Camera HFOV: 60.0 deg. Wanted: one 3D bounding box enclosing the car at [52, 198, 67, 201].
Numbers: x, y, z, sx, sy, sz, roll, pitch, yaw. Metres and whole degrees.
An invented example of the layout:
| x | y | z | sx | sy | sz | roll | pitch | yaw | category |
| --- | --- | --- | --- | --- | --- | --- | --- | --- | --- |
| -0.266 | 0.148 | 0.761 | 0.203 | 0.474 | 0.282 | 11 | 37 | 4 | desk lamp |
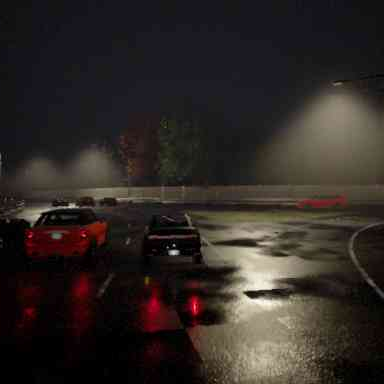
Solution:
| x | y | z | sx | sy | sz | roll | pitch | yaw | category |
| --- | --- | --- | --- | --- | --- | --- | --- | --- | --- |
| -19.313 | 1.571 | 48.810 | 2.128 | 1.511 | 4.902 | 0 | 0 | -30 | car |

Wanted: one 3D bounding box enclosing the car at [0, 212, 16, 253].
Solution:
| x | y | z | sx | sy | sz | roll | pitch | yaw | category |
| --- | --- | --- | --- | --- | --- | --- | --- | --- | --- |
| -7.997 | 1.523 | 13.224 | 2.128 | 1.511 | 4.902 | 0 | 0 | -7 | car |

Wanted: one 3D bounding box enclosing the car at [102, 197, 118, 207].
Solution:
| x | y | z | sx | sy | sz | roll | pitch | yaw | category |
| --- | --- | --- | --- | --- | --- | --- | --- | --- | --- |
| -13.100 | 1.560 | 52.040 | 1.837 | 1.490 | 4.892 | 0 | 0 | -30 | car |

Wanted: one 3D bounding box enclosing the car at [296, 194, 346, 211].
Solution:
| x | y | z | sx | sy | sz | roll | pitch | yaw | category |
| --- | --- | --- | --- | --- | --- | --- | --- | --- | --- |
| 15.512 | 1.256 | 40.013 | 5.566 | 2.045 | 2.150 | 0 | 0 | 6 | car |

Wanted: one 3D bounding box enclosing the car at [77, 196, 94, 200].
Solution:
| x | y | z | sx | sy | sz | roll | pitch | yaw | category |
| --- | --- | --- | --- | --- | --- | --- | --- | --- | --- |
| -16.178 | 1.419 | 50.375 | 2.097 | 1.767 | 4.553 | 0 | 0 | -30 | car |

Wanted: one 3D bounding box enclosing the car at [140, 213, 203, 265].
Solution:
| x | y | z | sx | sy | sz | roll | pitch | yaw | category |
| --- | --- | --- | --- | --- | --- | --- | --- | --- | --- |
| -0.781 | 1.496 | 11.782 | 2.128 | 1.511 | 4.902 | 0 | 0 | -6 | car |

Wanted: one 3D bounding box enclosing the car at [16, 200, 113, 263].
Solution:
| x | y | z | sx | sy | sz | roll | pitch | yaw | category |
| --- | --- | --- | --- | --- | --- | --- | --- | --- | --- |
| -4.372 | 1.370 | 12.248 | 2.097 | 1.767 | 4.553 | 0 | 0 | -7 | car |
